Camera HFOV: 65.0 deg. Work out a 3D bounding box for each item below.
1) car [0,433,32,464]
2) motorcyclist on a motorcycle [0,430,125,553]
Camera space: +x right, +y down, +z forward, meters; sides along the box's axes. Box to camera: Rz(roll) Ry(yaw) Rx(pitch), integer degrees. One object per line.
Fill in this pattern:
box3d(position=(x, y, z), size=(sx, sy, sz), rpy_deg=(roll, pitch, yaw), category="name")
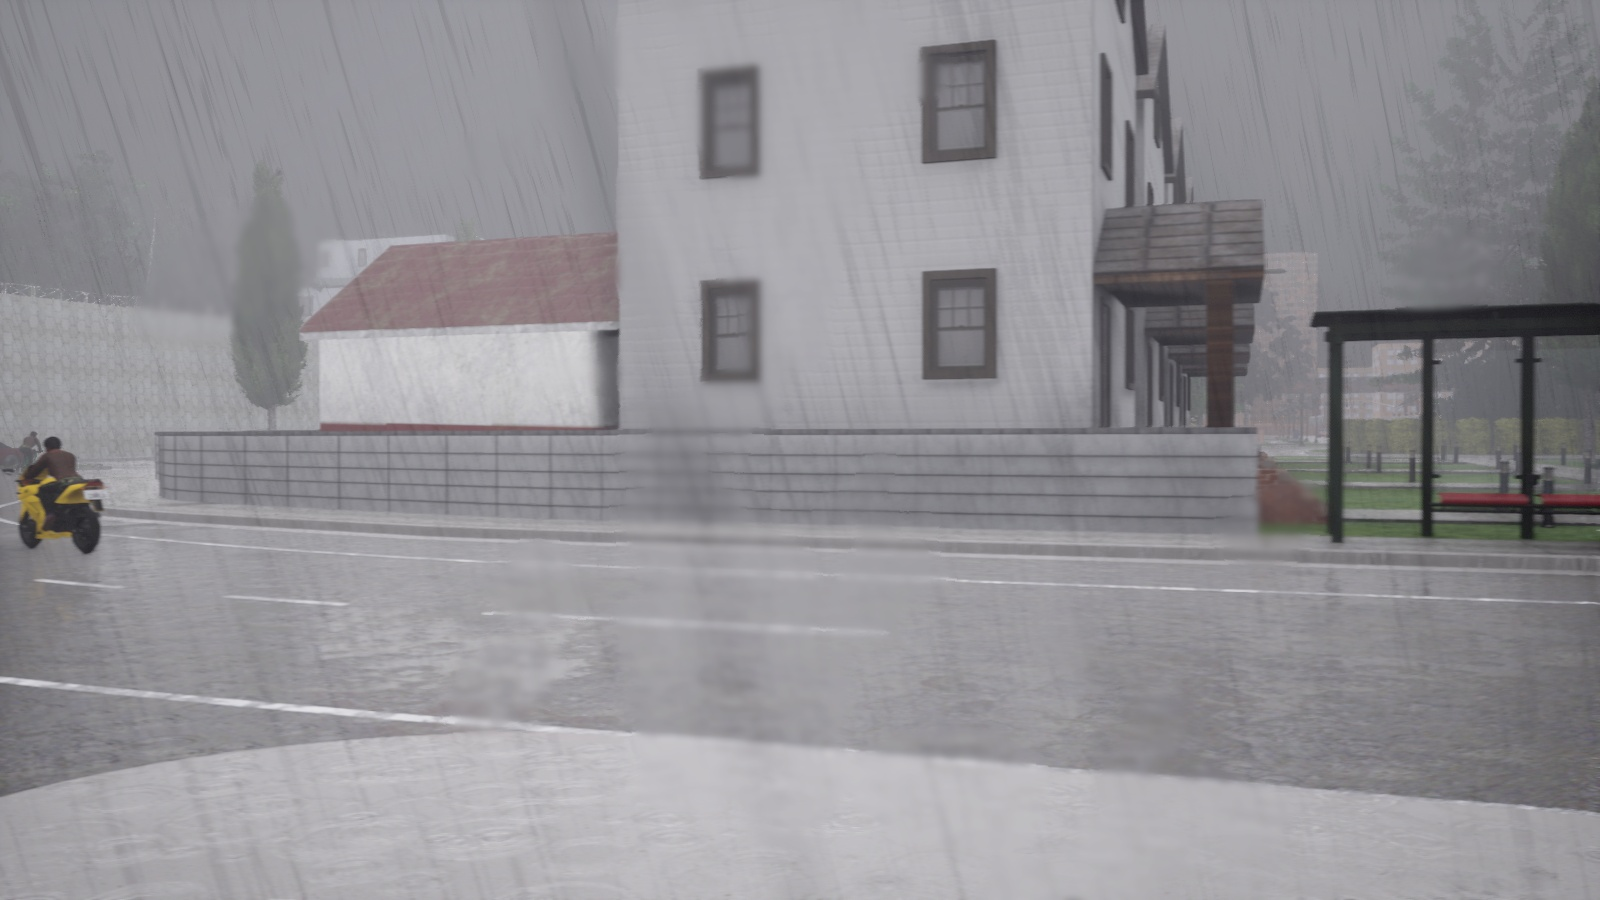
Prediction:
box3d(position=(-35.294, -0.057, 53.039), size=(1.895, 1.301, 4.718), rpy_deg=(1, 1, 21), category="car")
box3d(position=(-9.846, 0.506, 16.543), size=(2.044, 1.523, 0.797), rpy_deg=(1, 1, 33), category="motorcyclist on a motorcycle")
